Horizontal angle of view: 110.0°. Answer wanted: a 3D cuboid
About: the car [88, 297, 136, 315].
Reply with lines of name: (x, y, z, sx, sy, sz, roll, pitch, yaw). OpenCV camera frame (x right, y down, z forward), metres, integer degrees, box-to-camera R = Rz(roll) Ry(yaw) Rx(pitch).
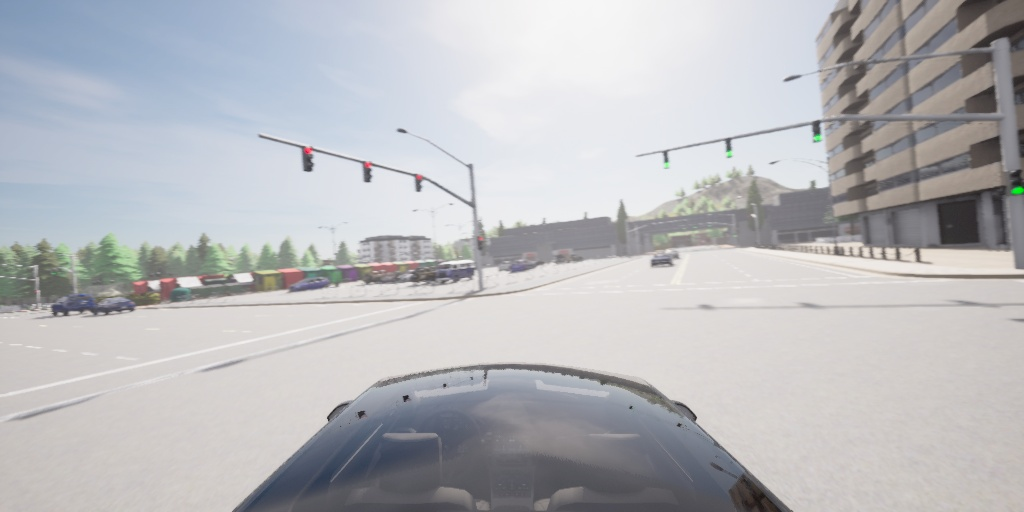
car: (-36.899, 4.625, 33.267, 4.674, 1.442, 1.812, -5, 0, 27)

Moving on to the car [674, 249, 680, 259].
car: (21.752, -0.199, 48.985, 1.994, 1.385, 4.181, -5, 0, 27)

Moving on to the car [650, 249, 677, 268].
car: (14.569, 0.357, 34.850, 1.895, 1.301, 4.718, -5, 0, 27)

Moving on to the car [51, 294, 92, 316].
car: (-46.450, 5.174, 38.028, 5.566, 2.045, 2.150, -5, 0, 27)
